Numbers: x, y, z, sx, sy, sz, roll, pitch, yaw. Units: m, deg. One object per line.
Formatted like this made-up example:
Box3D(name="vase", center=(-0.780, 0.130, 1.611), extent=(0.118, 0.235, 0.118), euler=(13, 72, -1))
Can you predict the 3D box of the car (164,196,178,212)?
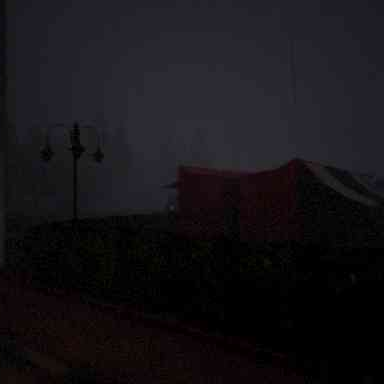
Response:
Box3D(name="car", center=(0.072, 1.315, 27.604), extent=(2.150, 2.045, 5.566), euler=(0, 0, 36))
